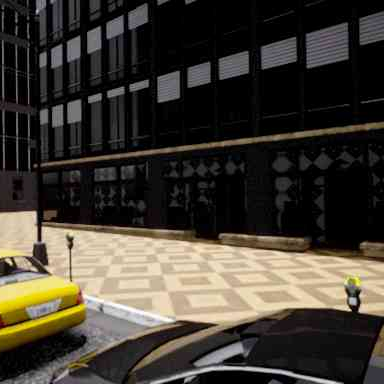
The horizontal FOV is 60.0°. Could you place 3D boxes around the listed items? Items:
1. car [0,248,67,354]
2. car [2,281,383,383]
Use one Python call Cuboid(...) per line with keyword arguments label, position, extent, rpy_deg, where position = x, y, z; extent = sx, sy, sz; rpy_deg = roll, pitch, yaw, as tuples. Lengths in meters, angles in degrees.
Cuboid(label="car", position=(-3.865, 1.543, 5.805), extent=(4.829, 1.417, 1.752), rpy_deg=(0, -1, 35))
Cuboid(label="car", position=(0.772, 1.568, 2.294), extent=(4.313, 1.339, 1.947), rpy_deg=(0, -1, 35))
